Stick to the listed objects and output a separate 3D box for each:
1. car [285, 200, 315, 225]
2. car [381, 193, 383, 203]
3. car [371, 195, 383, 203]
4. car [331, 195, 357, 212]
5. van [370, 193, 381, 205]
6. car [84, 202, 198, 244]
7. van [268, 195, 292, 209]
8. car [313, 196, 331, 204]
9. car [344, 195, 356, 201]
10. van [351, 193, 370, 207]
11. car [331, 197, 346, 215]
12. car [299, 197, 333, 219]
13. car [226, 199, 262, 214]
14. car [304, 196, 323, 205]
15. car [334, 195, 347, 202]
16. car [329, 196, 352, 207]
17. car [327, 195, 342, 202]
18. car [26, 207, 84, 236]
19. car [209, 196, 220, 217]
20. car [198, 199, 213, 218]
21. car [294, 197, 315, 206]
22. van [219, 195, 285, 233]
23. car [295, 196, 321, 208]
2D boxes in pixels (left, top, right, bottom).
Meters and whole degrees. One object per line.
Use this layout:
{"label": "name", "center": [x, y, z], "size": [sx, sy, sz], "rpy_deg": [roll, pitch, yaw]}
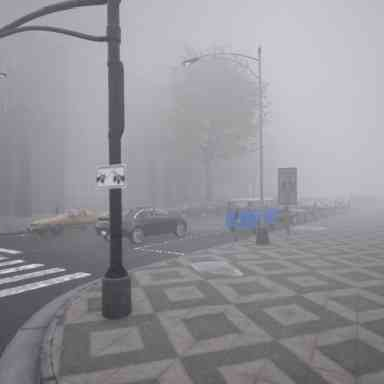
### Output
{"label": "car", "center": [6.583, 1.422, 22.756], "size": [1.947, 1.339, 4.313], "rpy_deg": [-1, 0, 36]}
{"label": "car", "center": [31.977, 1.274, 58.044], "size": [1.752, 1.417, 4.829], "rpy_deg": [-1, -1, 36]}
{"label": "car", "center": [35.040, 1.303, 62.300], "size": [1.947, 1.339, 4.313], "rpy_deg": [-1, -1, 36]}
{"label": "car", "center": [16.068, 1.363, 35.937], "size": [2.008, 1.369, 4.403], "rpy_deg": [-1, 0, 36]}
{"label": "van", "center": [28.713, 1.102, 53.514], "size": [1.690, 1.788, 3.998], "rpy_deg": [-1, -1, 36]}
{"label": "car", "center": [-2.139, 1.429, 15.371], "size": [2.128, 1.511, 4.902], "rpy_deg": [-1, -1, 36]}
{"label": "van", "center": [11.884, 1.292, 44.720], "size": [1.690, 1.788, 3.998], "rpy_deg": [-1, 0, 36]}
{"label": "car", "center": [24.244, 1.452, 61.891], "size": [2.008, 1.369, 4.403], "rpy_deg": [-1, -1, 36]}
{"label": "car", "center": [39.551, 1.400, 83.161], "size": [2.008, 1.369, 4.403], "rpy_deg": [-1, -1, 36]}
{"label": "van", "center": [22.389, 1.127, 44.726], "size": [1.690, 1.788, 3.998], "rpy_deg": [-1, 0, 36]}
{"label": "car", "center": [12.907, 1.408, 31.544], "size": [1.802, 1.307, 4.206], "rpy_deg": [-1, 0, 36]}
{"label": "car", "center": [9.744, 1.385, 27.149], "size": [1.887, 1.381, 4.507], "rpy_deg": [-1, 0, 36]}
{"label": "car", "center": [5.708, 1.528, 36.133], "size": [2.008, 1.369, 4.403], "rpy_deg": [-1, 0, 36]}
{"label": "car", "center": [21.055, 1.439, 57.460], "size": [1.752, 1.417, 4.829], "rpy_deg": [-1, 0, 36]}
{"label": "car", "center": [33.191, 1.415, 74.323], "size": [1.887, 1.381, 4.507], "rpy_deg": [-1, -1, 36]}
{"label": "car", "center": [21.830, 1.375, 48.675], "size": [2.033, 1.411, 5.357], "rpy_deg": [-1, -1, 36]}
{"label": "car", "center": [30.011, 1.432, 69.904], "size": [2.008, 1.369, 4.403], "rpy_deg": [-1, -1, 36]}
{"label": "car", "center": [-6.755, 1.564, 18.825], "size": [1.752, 1.417, 4.829], "rpy_deg": [-1, 0, 36]}
{"label": "car", "center": [2.616, 1.307, 31.842], "size": [2.192, 1.841, 5.009], "rpy_deg": [-1, 0, 36]}
{"label": "car", "center": [-0.471, 1.551, 27.547], "size": [1.887, 1.381, 4.507], "rpy_deg": [-1, 0, 36]}
{"label": "car", "center": [18.065, 1.491, 53.304], "size": [1.947, 1.339, 4.313], "rpy_deg": [-1, 0, 36]}
{"label": "van", "center": [3.418, 1.212, 18.363], "size": [1.690, 1.788, 3.998], "rpy_deg": [-1, 0, 36]}
{"label": "car", "center": [15.988, 1.386, 45.694], "size": [2.128, 1.511, 4.902], "rpy_deg": [-1, -1, 36]}
